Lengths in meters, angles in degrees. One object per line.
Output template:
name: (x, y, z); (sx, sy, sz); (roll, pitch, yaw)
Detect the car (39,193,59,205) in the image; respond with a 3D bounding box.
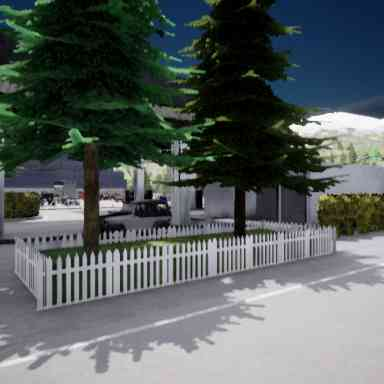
car: (-22.099, 1.053, 50.431); (1.905, 1.878, 3.866); (0, 0, -36)

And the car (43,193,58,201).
car: (-31.786, 1.128, 74.620); (2.152, 1.636, 5.027); (0, 0, -36)

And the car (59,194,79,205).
car: (-19.052, 1.337, 51.896); (1.970, 1.475, 3.806); (0, 0, -36)

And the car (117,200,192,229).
car: (-2.507, 1.458, 22.637); (4.611, 1.667, 2.242); (0, 0, -36)

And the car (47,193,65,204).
car: (-24.079, 1.073, 58.725); (1.932, 1.855, 4.605); (0, 0, -36)

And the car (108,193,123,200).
car: (-19.343, 1.073, 84.204); (1.932, 1.855, 4.605); (0, 0, -36)

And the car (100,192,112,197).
car: (-21.448, 1.053, 82.159); (1.905, 1.878, 3.866); (0, 0, -36)

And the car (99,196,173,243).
car: (-2.676, 1.291, 15.507); (3.866, 1.878, 1.905); (0, 0, -36)

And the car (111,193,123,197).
car: (-13.595, 1.275, 65.490); (2.007, 1.523, 4.514); (0, 0, -36)
